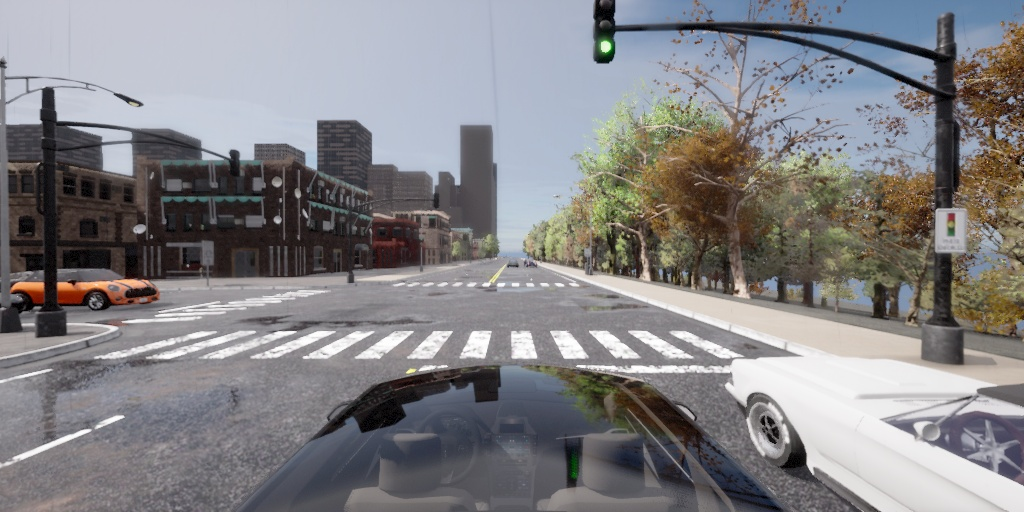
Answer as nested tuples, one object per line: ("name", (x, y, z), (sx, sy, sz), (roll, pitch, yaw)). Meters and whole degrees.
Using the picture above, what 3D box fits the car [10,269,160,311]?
("car", (-17.966, 1.319, 15.249), (4.553, 1.767, 2.097), (-1, 0, -1))

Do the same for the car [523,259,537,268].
("car", (3.417, 1.410, 63.652), (1.895, 1.301, 4.718), (0, 0, 0))

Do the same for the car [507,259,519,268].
("car", (0.155, 1.373, 63.374), (1.994, 1.385, 4.181), (0, 0, 1))

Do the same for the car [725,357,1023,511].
("car", (3.351, 1.351, 1.919), (1.895, 1.301, 4.718), (0, 0, 0))

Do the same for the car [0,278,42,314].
("car", (-19.936, 1.579, 12.514), (4.313, 1.339, 1.948), (0, 0, 0))
